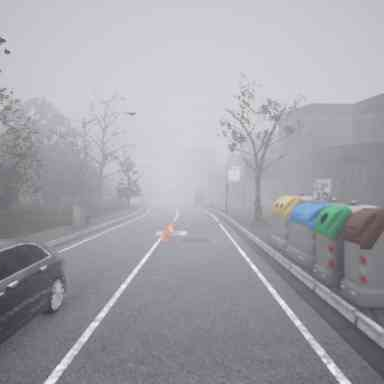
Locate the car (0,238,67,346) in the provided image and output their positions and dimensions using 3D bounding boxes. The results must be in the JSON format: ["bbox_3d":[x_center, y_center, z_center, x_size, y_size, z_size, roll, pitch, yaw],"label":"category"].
[{"bbox_3d":[-3.435,1.529,4.836,1.837,1.490,4.892,0,0,1],"label":"car"}]

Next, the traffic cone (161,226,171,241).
[{"bbox_3d":[-1.295,2.016,15.690,0.340,0.580,0.340,0,0,1],"label":"traffic cone"}]

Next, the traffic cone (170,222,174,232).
[{"bbox_3d":[-1.273,2.023,17.690,0.340,0.580,0.340,0,0,1],"label":"traffic cone"}]

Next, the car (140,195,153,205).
[{"bbox_3d":[-9.943,1.641,72.599,2.150,2.045,5.566,-2,0,-18],"label":"car"}]
